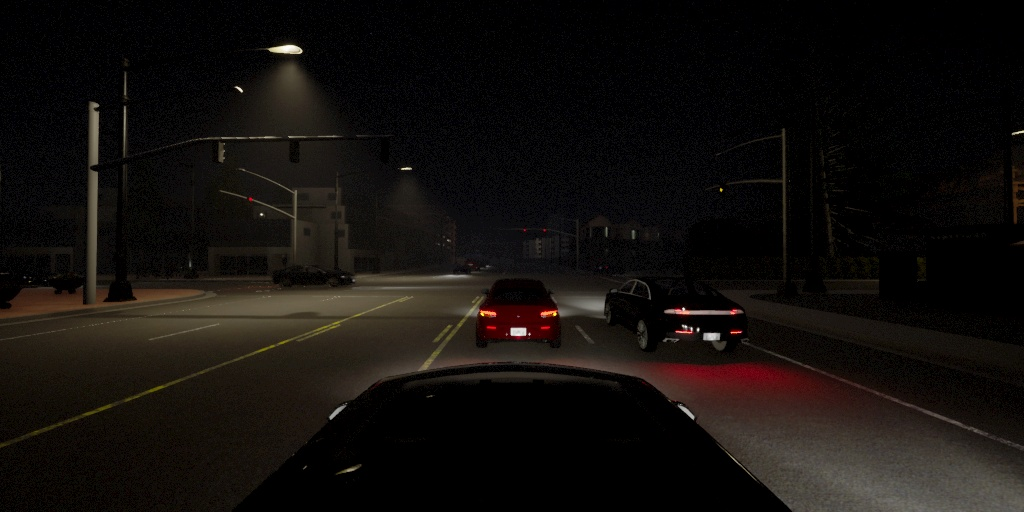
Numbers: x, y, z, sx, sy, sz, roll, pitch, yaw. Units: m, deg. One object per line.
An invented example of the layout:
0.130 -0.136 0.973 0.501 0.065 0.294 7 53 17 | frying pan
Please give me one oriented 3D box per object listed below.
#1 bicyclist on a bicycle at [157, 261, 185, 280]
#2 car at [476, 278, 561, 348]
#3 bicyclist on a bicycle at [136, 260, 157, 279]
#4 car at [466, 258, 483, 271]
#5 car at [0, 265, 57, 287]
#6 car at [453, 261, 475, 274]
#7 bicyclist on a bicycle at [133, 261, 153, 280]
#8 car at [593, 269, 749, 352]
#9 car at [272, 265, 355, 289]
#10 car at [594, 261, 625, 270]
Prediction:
-29.295 1.231 31.027 1.656 1.620 0.582 1 -1 -22 | bicyclist on a bicycle
0.163 1.288 9.149 1.812 1.442 4.674 0 0 1 | car
-31.235 1.177 31.236 1.656 1.620 0.582 18 9 -27 | bicyclist on a bicycle
-6.391 1.361 57.771 2.150 2.045 5.566 0 0 1 | car
-32.811 1.334 23.462 4.892 1.490 1.837 0 -1 2 | car
-6.547 1.695 47.286 1.895 1.301 4.718 0 0 2 | car
-32.659 1.245 31.745 1.656 1.620 0.582 0 0 19 | bicyclist on a bicycle
3.654 1.250 8.904 2.128 1.511 4.902 0 0 1 | car
-12.899 1.347 23.454 4.902 1.511 2.128 0 0 -4 | car
11.528 1.421 42.098 4.553 1.767 2.097 1 -1 -45 | car
